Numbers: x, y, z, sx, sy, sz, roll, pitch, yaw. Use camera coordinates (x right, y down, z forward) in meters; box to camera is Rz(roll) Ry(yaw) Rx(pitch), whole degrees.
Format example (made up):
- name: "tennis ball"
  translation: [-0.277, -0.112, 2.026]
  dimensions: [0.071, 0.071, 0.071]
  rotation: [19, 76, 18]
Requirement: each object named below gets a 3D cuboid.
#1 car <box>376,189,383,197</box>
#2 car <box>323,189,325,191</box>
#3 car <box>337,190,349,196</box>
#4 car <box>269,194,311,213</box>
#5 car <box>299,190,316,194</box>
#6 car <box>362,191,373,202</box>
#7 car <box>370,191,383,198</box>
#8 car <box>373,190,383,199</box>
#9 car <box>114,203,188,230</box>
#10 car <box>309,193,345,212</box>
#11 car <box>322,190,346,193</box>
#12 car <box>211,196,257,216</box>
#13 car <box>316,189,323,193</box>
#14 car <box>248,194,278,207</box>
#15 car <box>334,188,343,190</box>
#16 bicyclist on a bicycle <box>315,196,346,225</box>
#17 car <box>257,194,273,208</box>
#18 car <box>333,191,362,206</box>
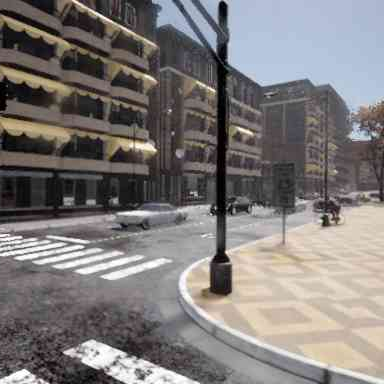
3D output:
- name: "car"
  translation: [43.786, 0.211, 76.553]
  dimensions: [1.967, 1.590, 4.097]
  rotation: [2, 2, 34]
- name: "car"
  translation: [24.289, 0.319, 62.904]
  dimensions: [2.192, 1.841, 5.009]
  rotation: [2, 2, 34]
- name: "car"
  translation: [36.871, 0.241, 81.290]
  dimensions: [1.887, 1.381, 4.507]
  rotation: [2, 2, 34]
- name: "car"
  translation: [9.020, 1.152, 30.405]
  dimensions: [1.895, 1.301, 4.718]
  rotation: [1, 1, 34]
- name: "car"
  translation: [17.993, 0.724, 53.720]
  dimensions: [1.947, 1.339, 4.313]
  rotation: [2, 2, 34]
- name: "car"
  translation: [25.004, 0.756, 49.125]
  dimensions: [1.752, 1.417, 4.829]
  rotation: [2, 2, 34]
- name: "car"
  translation: [37.492, 0.476, 67.365]
  dimensions: [2.008, 1.369, 4.403]
  rotation: [2, 2, 34]
- name: "car"
  translation: [34.347, 0.552, 62.771]
  dimensions: [2.008, 1.369, 4.403]
  rotation: [2, 2, 34]
- name: "car"
  translation: [-2.291, 1.342, 19.535]
  dimensions: [1.895, 1.301, 4.718]
  rotation: [1, 1, 34]
- name: "car"
  translation: [12.322, 1.097, 30.604]
  dimensions: [2.008, 1.369, 4.403]
  rotation: [2, 2, 34]
- name: "car"
  translation: [20.438, 0.814, 47.095]
  dimensions: [2.033, 1.411, 5.357]
  rotation: [1, 1, 35]
- name: "car"
  translation: [3.395, 1.103, 27.832]
  dimensions: [1.837, 1.490, 4.892]
  rotation: [1, 1, 34]
- name: "car"
  translation: [21.043, 0.609, 58.173]
  dimensions: [1.752, 1.417, 4.829]
  rotation: [2, 2, 34]
- name: "car"
  translation: [8.554, 0.958, 39.934]
  dimensions: [1.947, 1.339, 4.313]
  rotation: [2, 2, 34]
- name: "car"
  translation: [33.727, 0.088, 76.689]
  dimensions: [2.192, 1.841, 5.009]
  rotation: [2, 2, 34]
- name: "bicyclist on a bicycle"
  translation: [7.817, 1.047, 18.824]
  dimensions: [1.656, 1.620, 0.582]
  rotation: [0, 1, 34]
- name: "car"
  translation: [9.219, 0.944, 36.317]
  dimensions: [2.128, 1.511, 4.902]
  rotation: [1, 1, 35]
- name: "car"
  translation: [18.614, 0.940, 39.795]
  dimensions: [2.008, 1.369, 4.403]
  rotation: [2, 2, 34]
